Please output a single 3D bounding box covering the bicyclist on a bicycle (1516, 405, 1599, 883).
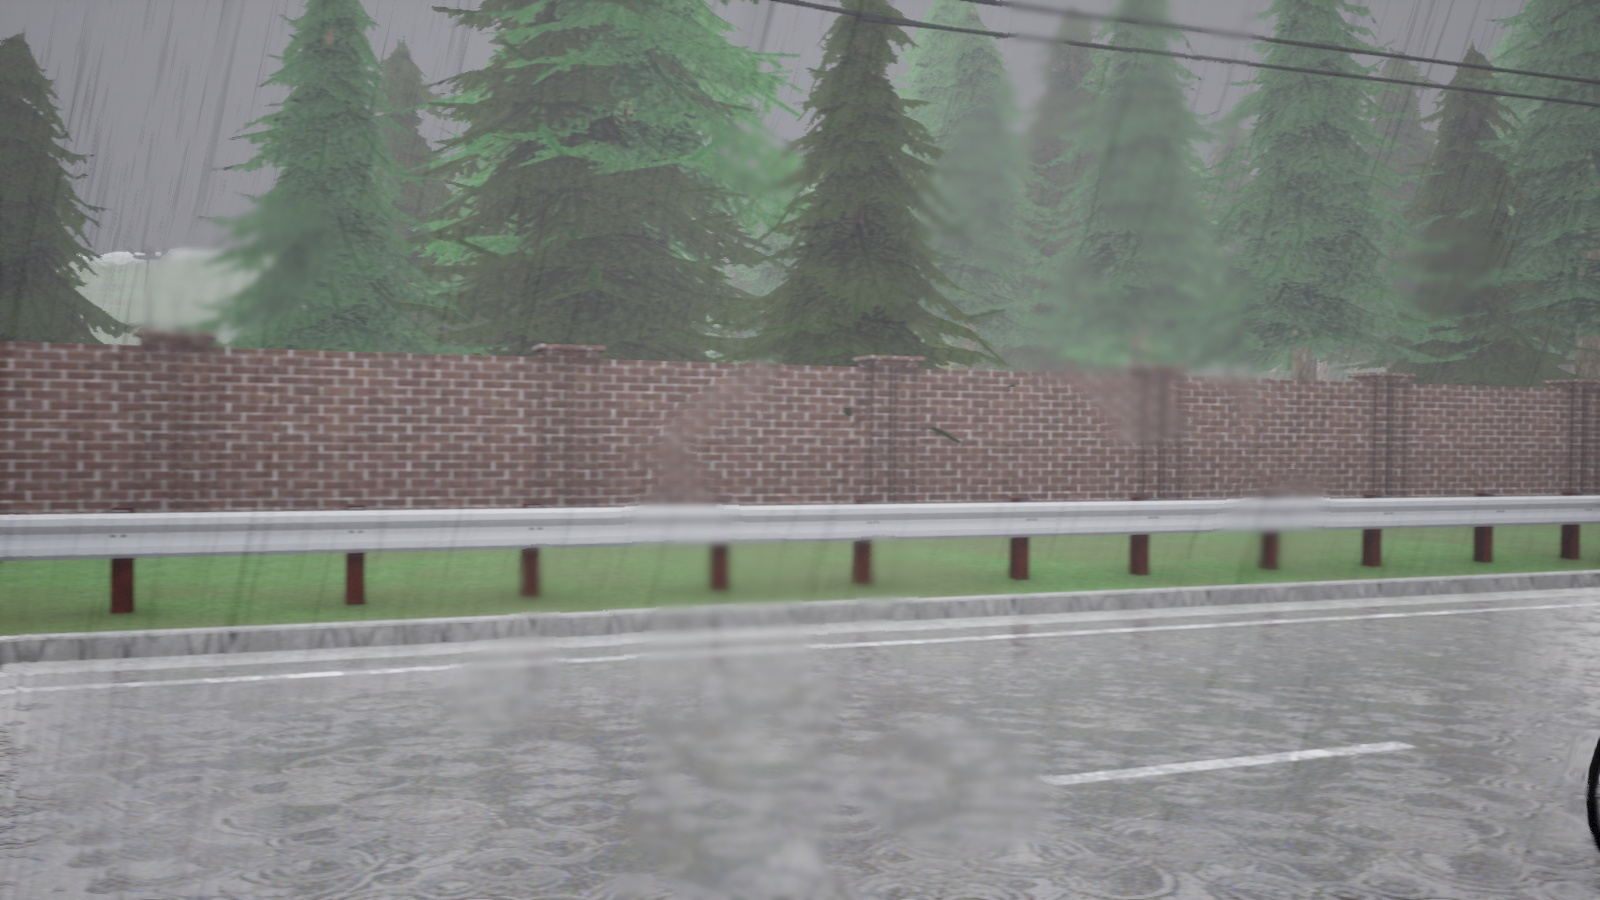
[{"bbox_3d":[3.467,0.639,4.555,1.656,1.620,0.582,-1,1,-21],"label":"bicyclist on a bicycle"}]
